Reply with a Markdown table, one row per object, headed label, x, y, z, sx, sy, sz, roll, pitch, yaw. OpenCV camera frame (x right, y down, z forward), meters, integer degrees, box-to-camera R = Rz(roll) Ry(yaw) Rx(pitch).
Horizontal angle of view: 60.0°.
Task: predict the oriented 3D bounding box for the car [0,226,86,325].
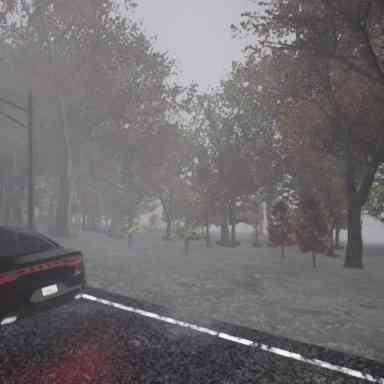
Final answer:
| label | x | y | z | sx | sy | sz | roll | pitch | yaw |
| --- | --- | --- | --- | --- | --- | --- | --- | --- | --- |
| car | -4.229 | 1.439 | 6.657 | 5.008 | 1.535 | 1.882 | -2 | 2 | 36 |
